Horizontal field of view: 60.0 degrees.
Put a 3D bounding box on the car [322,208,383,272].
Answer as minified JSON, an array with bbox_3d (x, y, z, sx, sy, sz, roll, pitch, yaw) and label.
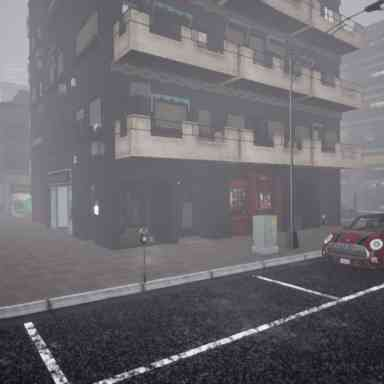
[{"bbox_3d":[5.938,1.436,10.582,4.097,1.590,1.967,0,-1,-36],"label":"car"}]

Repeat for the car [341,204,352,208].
[{"bbox_3d":[12.876,1.585,30.422,1.994,1.385,4.181,-1,1,-36],"label":"car"}]
